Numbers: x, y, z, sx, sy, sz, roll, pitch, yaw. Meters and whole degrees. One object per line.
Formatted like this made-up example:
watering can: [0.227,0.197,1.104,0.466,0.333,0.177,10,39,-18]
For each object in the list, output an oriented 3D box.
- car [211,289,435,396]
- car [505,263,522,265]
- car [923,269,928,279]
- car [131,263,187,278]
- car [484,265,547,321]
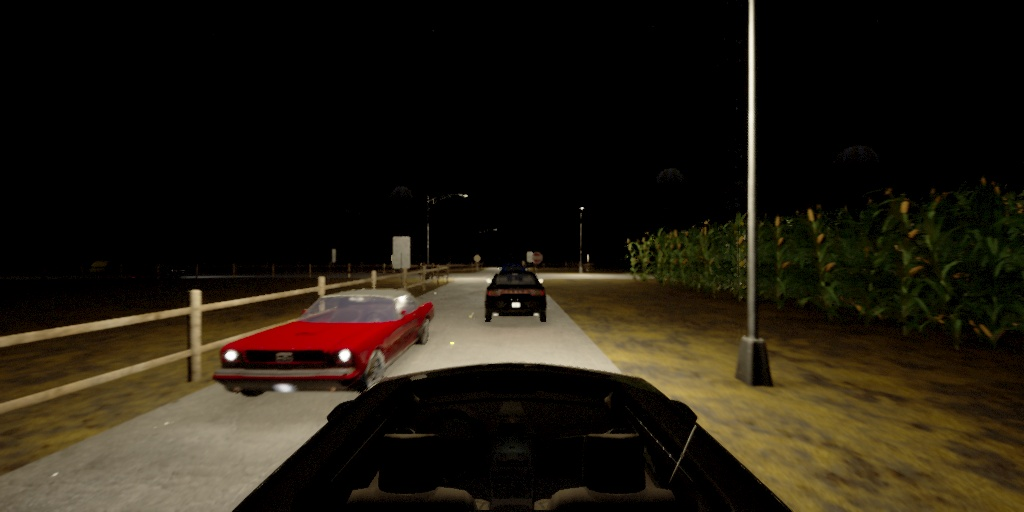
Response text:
car: [-2.848,1.346,6.691,1.895,1.301,4.718,0,0,0]
car: [0.099,1.264,24.869,1.882,1.535,5.008,0,0,0]
car: [44.449,1.961,37.322,4.181,1.385,1.994,1,1,1]
car: [-36.921,1.467,37.598,4.902,1.511,2.128,-1,1,0]
car: [0.099,1.226,12.478,1.882,1.535,5.008,0,0,0]
